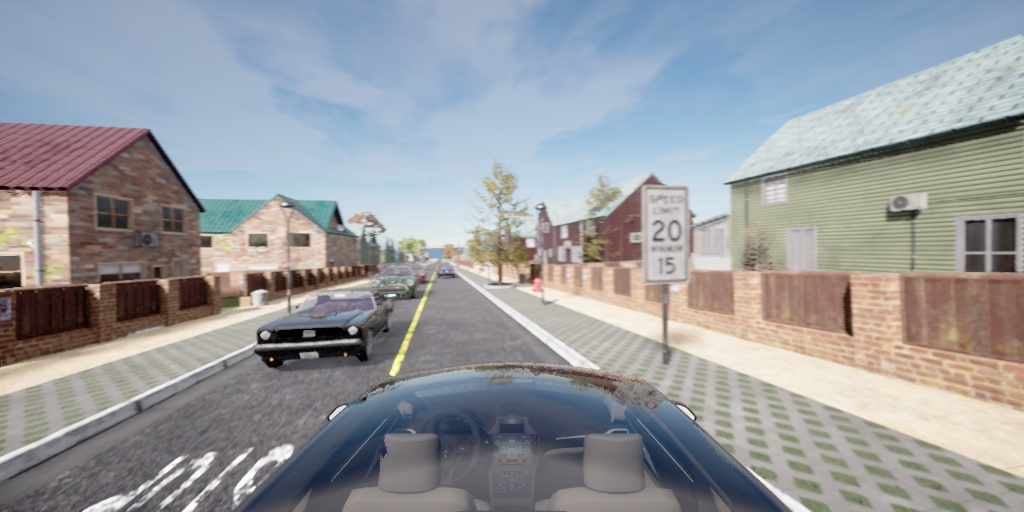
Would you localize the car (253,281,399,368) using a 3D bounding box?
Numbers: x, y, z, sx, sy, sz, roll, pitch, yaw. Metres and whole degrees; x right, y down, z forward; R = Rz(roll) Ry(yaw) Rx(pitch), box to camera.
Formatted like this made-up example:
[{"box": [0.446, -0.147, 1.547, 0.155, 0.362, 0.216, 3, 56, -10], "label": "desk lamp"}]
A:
[{"box": [-4.039, 1.478, 8.536, 1.895, 1.301, 4.718, -1, 0, -11], "label": "car"}]

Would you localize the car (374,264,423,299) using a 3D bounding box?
[{"box": [-6.241, 1.348, 19.575, 2.097, 1.767, 4.553, -1, 0, -11], "label": "car"}]

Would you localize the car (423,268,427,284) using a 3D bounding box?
[{"box": [-8.456, 1.471, 30.782, 2.097, 1.767, 4.553, -1, 0, -11], "label": "car"}]

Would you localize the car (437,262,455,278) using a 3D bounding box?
[{"box": [-7.286, 1.707, 39.887, 2.033, 1.411, 5.357, -1, 0, -11], "label": "car"}]
